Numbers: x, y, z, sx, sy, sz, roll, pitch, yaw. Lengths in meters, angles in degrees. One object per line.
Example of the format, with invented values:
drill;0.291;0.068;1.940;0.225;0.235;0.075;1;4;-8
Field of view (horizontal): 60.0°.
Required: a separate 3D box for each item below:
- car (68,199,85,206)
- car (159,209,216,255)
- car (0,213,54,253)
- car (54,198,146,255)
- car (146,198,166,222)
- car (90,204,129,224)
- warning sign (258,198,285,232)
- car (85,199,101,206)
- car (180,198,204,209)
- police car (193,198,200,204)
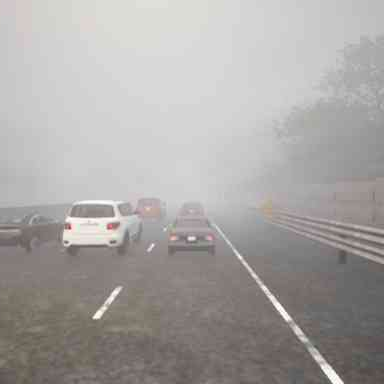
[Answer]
car;-24.558;2.223;70.990;1.882;1.535;5.008;0;-1;0
car;-0.010;1.681;13.993;2.033;1.411;5.357;0;-1;0
car;-7.008;1.629;14.289;2.128;1.511;4.902;0;0;0
car;-3.511;1.350;14.012;2.150;2.045;5.566;0;0;0
car;-3.523;1.501;29.031;2.150;2.045;5.566;0;0;0
car;-7.023;1.832;28.985;2.033;1.411;5.357;0;-1;0
warning sign;4.533;1.299;19.136;1.300;1.860;1.060;0;-1;0
car;-21.058;2.222;70.993;1.882;1.535;5.008;0;-1;0
car;-0.021;1.635;29.077;2.097;1.767;4.553;0;-1;0
police car;1.152;2.390;89.236;1.930;1.638;5.238;0;-1;0
